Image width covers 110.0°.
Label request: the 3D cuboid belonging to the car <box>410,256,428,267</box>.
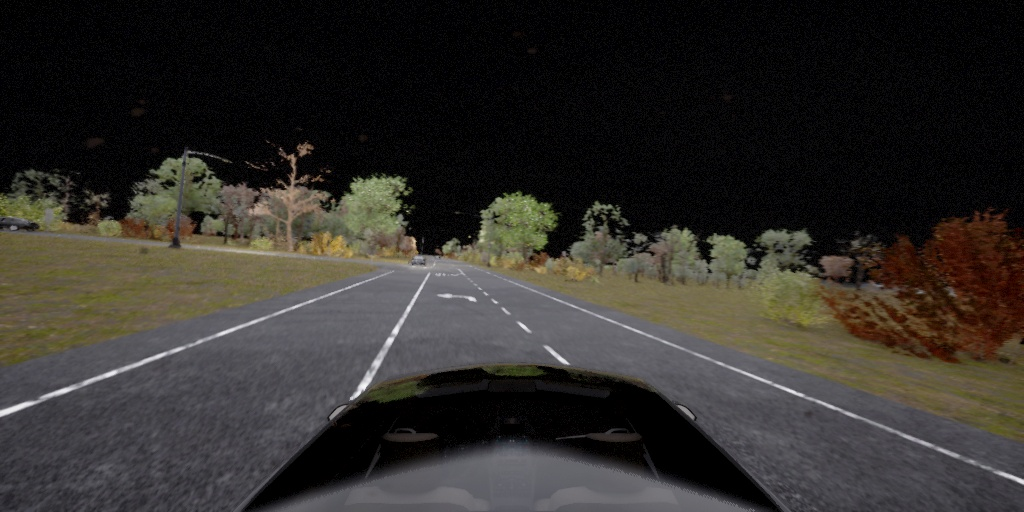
[{"bbox_3d":[-12.298,0.673,47.421,1.812,1.442,4.674,5,-1,-11],"label":"car"}]
